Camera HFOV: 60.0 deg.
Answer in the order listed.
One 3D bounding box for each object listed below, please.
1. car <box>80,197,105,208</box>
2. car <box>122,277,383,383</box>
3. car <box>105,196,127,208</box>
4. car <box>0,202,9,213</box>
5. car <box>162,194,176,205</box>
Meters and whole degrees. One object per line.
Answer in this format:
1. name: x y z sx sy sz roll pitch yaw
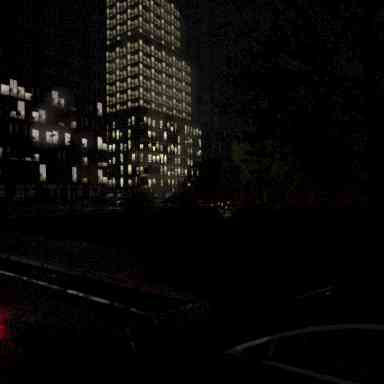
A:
1. car: -14.446 1.587 50.011 1.882 1.535 5.008 -1 -1 37
2. car: 1.546 1.492 2.586 4.902 1.511 2.128 0 0 35
3. car: -10.208 1.419 50.236 2.097 1.767 4.553 -1 -1 37
4. car: -21.657 1.607 35.031 1.994 1.385 4.181 -1 -1 37
5. car: -3.385 1.455 64.554 2.150 2.045 5.566 -1 -1 37
